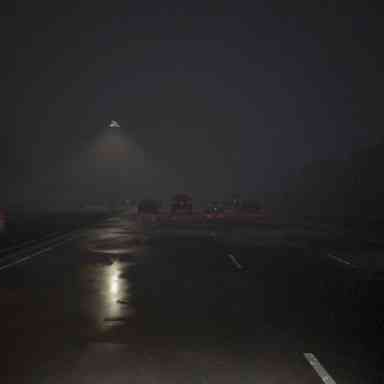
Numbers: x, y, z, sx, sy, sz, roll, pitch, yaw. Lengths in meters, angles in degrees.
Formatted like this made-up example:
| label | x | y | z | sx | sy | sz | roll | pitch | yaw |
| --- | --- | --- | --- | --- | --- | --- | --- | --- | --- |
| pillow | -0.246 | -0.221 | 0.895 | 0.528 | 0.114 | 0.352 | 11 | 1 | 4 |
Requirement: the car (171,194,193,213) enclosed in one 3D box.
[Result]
| label | x | y | z | sx | sy | sz | roll | pitch | yaw |
| --- | --- | --- | --- | --- | --- | --- | --- | --- | --- |
| car | -1.127 | 1.225 | 36.666 | 2.150 | 2.045 | 5.566 | 0 | 0 | -1 |

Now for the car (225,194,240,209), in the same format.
| label | x | y | z | sx | sy | sz | roll | pitch | yaw |
| --- | --- | --- | --- | --- | --- | --- | --- | --- | --- |
| car | 5.508 | 1.226 | 45.763 | 2.150 | 2.045 | 5.566 | 0 | 0 | -1 |

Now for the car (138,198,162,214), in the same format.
| label | x | y | z | sx | sy | sz | roll | pitch | yaw |
| --- | --- | --- | --- | --- | --- | --- | --- | --- | --- |
| car | -4.621 | 1.481 | 35.776 | 1.882 | 1.535 | 5.008 | 0 | 0 | -1 |

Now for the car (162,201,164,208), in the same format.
| label | x | y | z | sx | sy | sz | roll | pitch | yaw |
| --- | --- | --- | --- | --- | --- | --- | --- | --- | --- |
| car | -4.991 | 1.552 | 45.690 | 2.033 | 1.411 | 5.357 | 0 | 0 | -1 |

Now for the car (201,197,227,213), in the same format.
| label | x | y | z | sx | sy | sz | roll | pitch | yaw |
| --- | --- | --- | --- | --- | --- | --- | --- | --- | --- |
| car | 2.360 | 1.529 | 36.729 | 1.812 | 1.442 | 4.674 | 0 | 0 | -2 |

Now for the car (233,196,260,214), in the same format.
| label | x | y | z | sx | sy | sz | roll | pitch | yaw |
| --- | --- | --- | --- | --- | --- | --- | --- | --- | --- |
| car | 5.898 | 1.481 | 35.292 | 1.882 | 1.535 | 5.008 | 0 | 0 | -2 |

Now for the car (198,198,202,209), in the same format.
| label | x | y | z | sx | sy | sz | roll | pitch | yaw |
| --- | --- | --- | --- | --- | --- | --- | --- | --- | --- |
| car | 1.992 | 1.496 | 46.529 | 2.128 | 1.511 | 4.902 | 0 | 0 | -1 |

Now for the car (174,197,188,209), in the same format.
| label | x | y | z | sx | sy | sz | roll | pitch | yaw |
| --- | --- | --- | --- | --- | --- | --- | --- | --- | --- |
| car | -1.520 | 1.483 | 46.989 | 1.882 | 1.535 | 5.008 | 0 | 0 | -1 |
